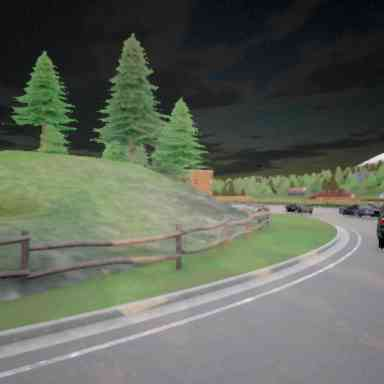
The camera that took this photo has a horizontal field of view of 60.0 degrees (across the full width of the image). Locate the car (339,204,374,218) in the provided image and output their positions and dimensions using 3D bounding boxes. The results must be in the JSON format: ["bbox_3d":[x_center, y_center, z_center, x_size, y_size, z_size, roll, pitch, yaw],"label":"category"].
[{"bbox_3d":[18.275,2.049,36.520,2.033,1.411,5.357,0,-1,-5],"label":"car"}]

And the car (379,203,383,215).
[{"bbox_3d":[24.704,2.105,39.808,1.994,1.385,4.181,0,-1,-7],"label":"car"}]

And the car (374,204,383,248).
[{"bbox_3d":[9.945,1.436,15.623,2.150,2.045,5.566,0,0,28],"label":"car"}]

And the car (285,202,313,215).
[{"bbox_3d":[13.729,2.091,42.974,2.128,1.511,4.902,0,-1,-10],"label":"car"}]

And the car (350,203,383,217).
[{"bbox_3d":[21.589,2.093,39.892,2.033,1.411,5.357,0,-1,-10],"label":"car"}]
